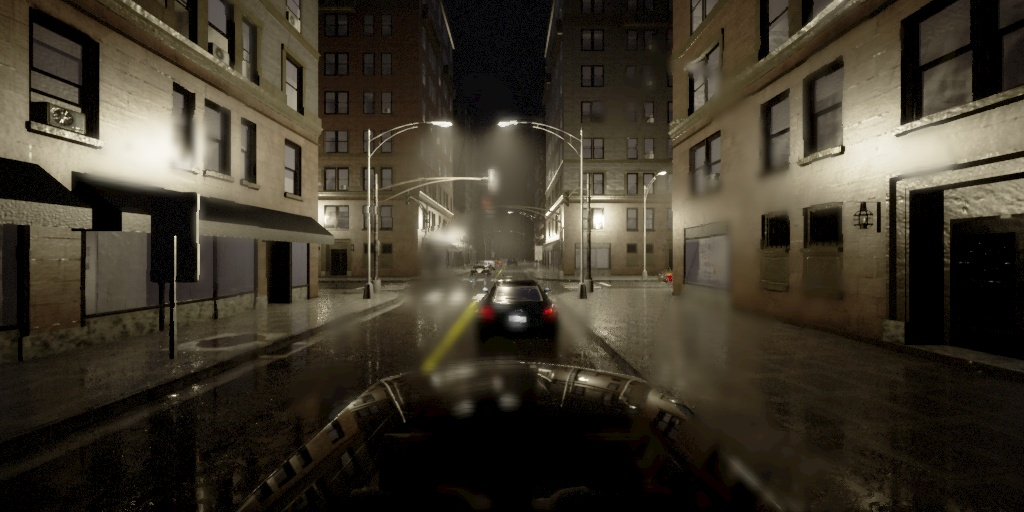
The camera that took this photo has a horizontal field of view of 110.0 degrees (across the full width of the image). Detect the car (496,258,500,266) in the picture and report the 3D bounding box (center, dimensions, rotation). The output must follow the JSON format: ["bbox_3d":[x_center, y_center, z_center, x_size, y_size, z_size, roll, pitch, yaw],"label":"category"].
[{"bbox_3d":[-3.080,1.292,48.722,2.033,1.411,5.357,0,0,0],"label":"car"}]

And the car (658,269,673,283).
[{"bbox_3d":[12.572,1.277,25.247,4.181,1.385,1.994,0,0,0],"label":"car"}]

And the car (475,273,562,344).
[{"bbox_3d":[0.117,1.314,9.592,1.994,1.385,4.181,0,0,-1],"label":"car"}]

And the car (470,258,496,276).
[{"bbox_3d":[-3.083,1.239,36.420,2.128,1.511,4.902,0,0,0],"label":"car"}]
